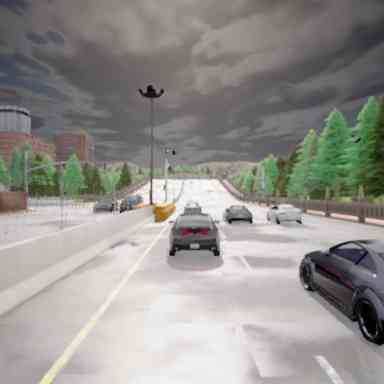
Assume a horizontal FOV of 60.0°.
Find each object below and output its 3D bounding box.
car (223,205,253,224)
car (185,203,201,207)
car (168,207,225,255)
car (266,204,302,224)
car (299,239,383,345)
[{"bbox_3d":[3.584,1.716,26.465,1.994,1.385,4.181,0,0,0],"label":"car"},{"bbox_3d":[0.083,1.736,32.419,2.033,1.411,5.357,0,0,0],"label":"car"},{"bbox_3d":[0.092,1.585,13.616,1.837,1.490,4.892,0,0,0],"label":"car"},{"bbox_3d":[7.085,1.672,25.784,1.812,1.442,4.674,0,0,0],"label":"car"},{"bbox_3d":[3.592,1.600,6.435,1.994,1.385,4.181,0,0,0],"label":"car"}]
